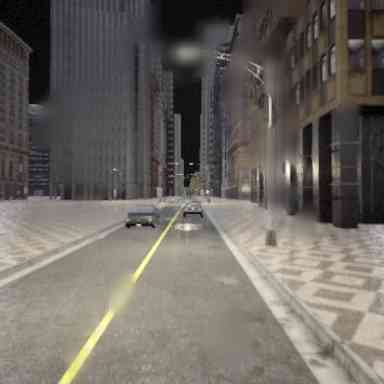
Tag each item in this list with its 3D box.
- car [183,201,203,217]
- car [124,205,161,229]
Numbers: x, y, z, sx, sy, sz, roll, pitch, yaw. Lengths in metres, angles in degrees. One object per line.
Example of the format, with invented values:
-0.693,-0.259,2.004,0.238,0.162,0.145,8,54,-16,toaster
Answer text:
0.088,1.560,31.714,2.033,1.411,5.357,0,0,0,car
-3.107,1.552,22.103,2.033,1.411,5.357,0,0,0,car
